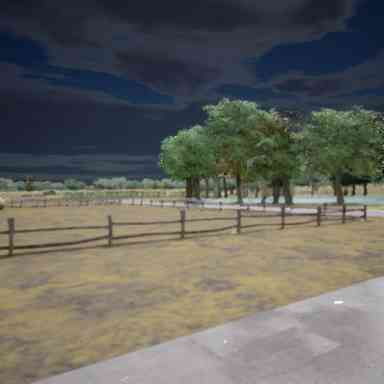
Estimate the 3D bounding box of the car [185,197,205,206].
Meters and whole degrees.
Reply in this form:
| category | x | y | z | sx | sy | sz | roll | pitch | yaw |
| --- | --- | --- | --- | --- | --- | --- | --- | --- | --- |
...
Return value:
| category | x | y | z | sx | sy | sz | roll | pitch | yaw |
| --- | --- | --- | --- | --- | --- | --- | --- | --- | --- |
| car | 0.547 | 1.789 | 63.714 | 1.837 | 1.490 | 4.892 | -3 | 1 | -35 |
